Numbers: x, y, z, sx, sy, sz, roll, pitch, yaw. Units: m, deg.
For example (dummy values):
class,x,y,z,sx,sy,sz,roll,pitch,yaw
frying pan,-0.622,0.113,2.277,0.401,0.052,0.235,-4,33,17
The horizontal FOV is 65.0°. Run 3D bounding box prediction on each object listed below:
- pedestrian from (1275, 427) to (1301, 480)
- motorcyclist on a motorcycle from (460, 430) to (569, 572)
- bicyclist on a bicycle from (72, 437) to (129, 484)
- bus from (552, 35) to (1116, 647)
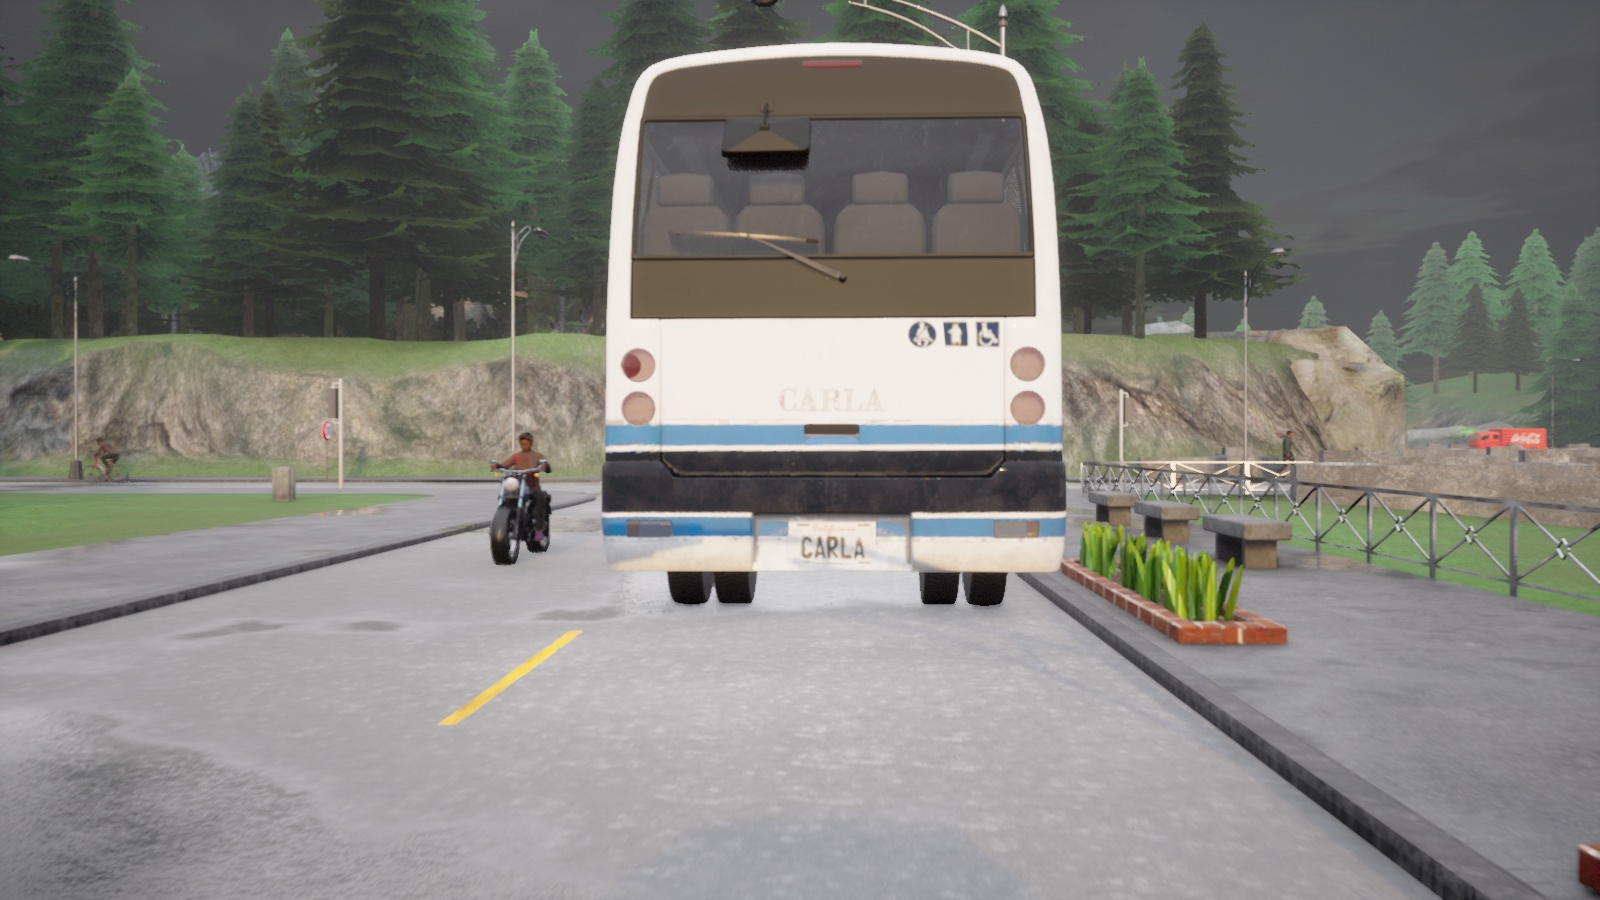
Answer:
class,x,y,z,sx,sy,sz,roll,pitch,yaw
pedestrian,17.936,0.134,46.176,0.788,1.949,0.423,0,0,2
motorcyclist on a motorcycle,-3.516,0.578,15.692,0.766,1.649,2.350,0,1,2
bicyclist on a bicycle,-24.327,0.355,43.678,1.656,1.620,0.582,0,0,2
bus,0.436,-0.733,13.928,3.944,4.253,10.273,0,0,2
